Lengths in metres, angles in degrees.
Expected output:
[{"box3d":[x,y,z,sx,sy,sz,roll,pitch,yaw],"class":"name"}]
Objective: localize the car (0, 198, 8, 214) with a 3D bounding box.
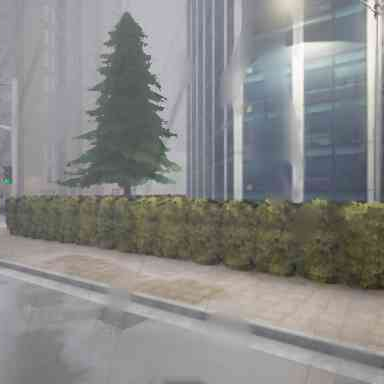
[{"box3d":[-18.824,1.352,32.054,2.097,1.767,4.553,0,0,36],"class":"car"}]
